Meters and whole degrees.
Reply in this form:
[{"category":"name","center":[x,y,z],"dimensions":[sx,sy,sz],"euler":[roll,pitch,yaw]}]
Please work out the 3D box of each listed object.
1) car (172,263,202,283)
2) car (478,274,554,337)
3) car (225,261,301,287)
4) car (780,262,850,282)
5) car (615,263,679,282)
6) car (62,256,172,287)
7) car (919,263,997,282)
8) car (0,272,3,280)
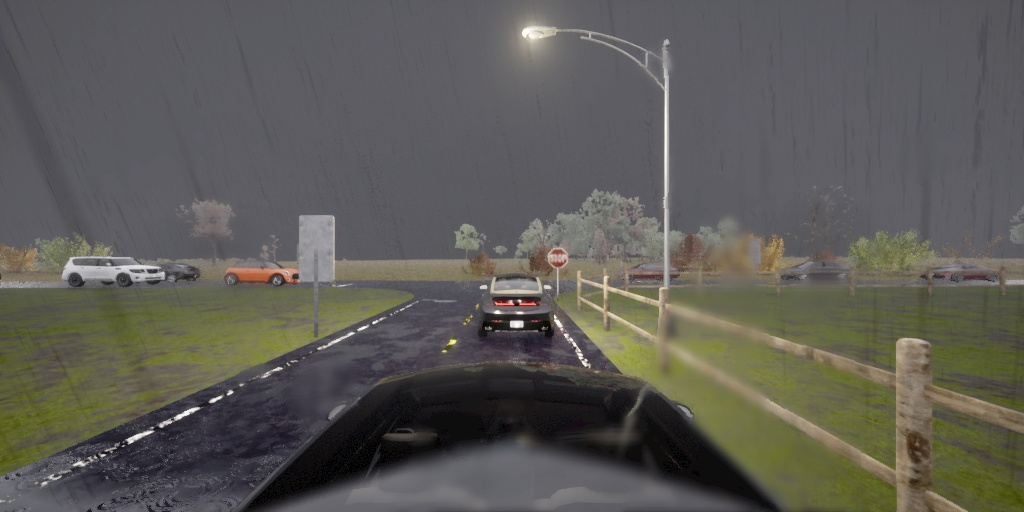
[{"category":"car","center":[-26.972,1.324,27.871],"dimensions":[4.892,1.490,1.837],"euler":[0,0,1]},{"category":"car","center":[0.105,1.254,10.304],"dimensions":[1.837,1.490,4.892],"euler":[0,0,0]},{"category":"car","center":[-16.989,1.145,24.839],"dimensions":[4.553,1.767,2.097],"euler":[0,0,1]},{"category":"car","center":[23.103,1.197,27.453],"dimensions":[4.892,1.490,1.837],"euler":[0,0,1]},{"category":"car","center":[10.331,1.245,27.560],"dimensions":[4.674,1.442,1.812],"euler":[0,0,0]},{"category":"car","center":[-27.614,1.044,24.928],"dimensions":[5.566,2.045,2.150],"euler":[0,0,1]},{"category":"car","center":[33.932,1.239,27.356],"dimensions":[4.181,1.385,1.994],"euler":[0,0,1]},{"category":"car","center":[-39.529,1.082,25.047],"dimensions":[5.566,2.045,2.150],"euler":[0,0,0]}]
